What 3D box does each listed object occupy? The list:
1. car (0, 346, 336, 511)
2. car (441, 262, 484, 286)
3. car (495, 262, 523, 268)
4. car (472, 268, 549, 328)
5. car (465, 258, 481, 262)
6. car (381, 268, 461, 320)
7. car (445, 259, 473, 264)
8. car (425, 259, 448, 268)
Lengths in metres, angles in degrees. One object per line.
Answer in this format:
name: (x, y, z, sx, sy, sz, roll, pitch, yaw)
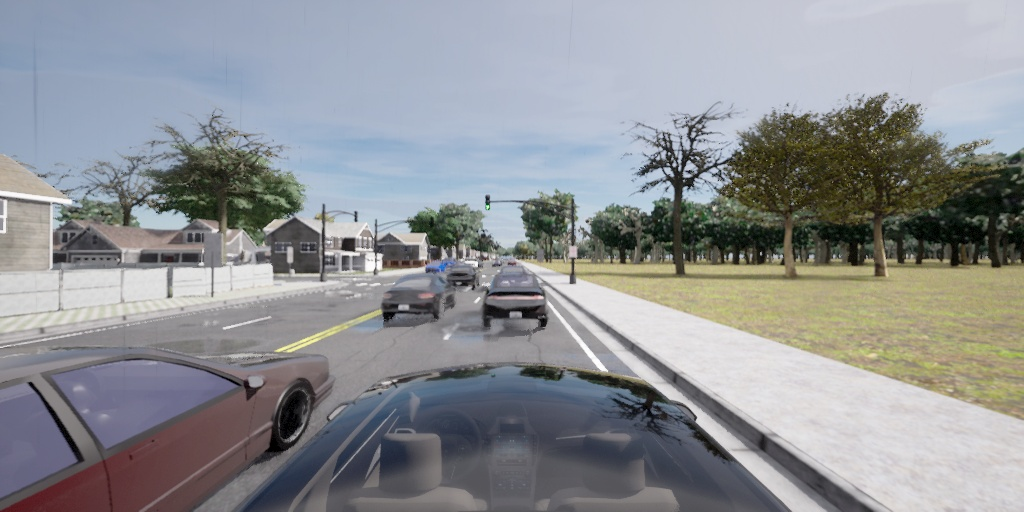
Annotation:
car: (-3.157, 1.300, 2.105, 2.033, 1.411, 5.357, 0, 0, 0)
car: (-3.164, 1.381, 23.709, 1.837, 1.490, 4.892, 0, 0, 0)
car: (0.059, 1.352, 23.557, 1.882, 1.535, 5.008, 0, 0, 0)
car: (0.095, 1.299, 11.605, 2.128, 1.511, 4.902, 0, 0, 0)
car: (-6.622, 1.270, 56.538, 2.150, 2.045, 5.566, 0, -1, 0)
car: (-3.152, 1.339, 12.781, 1.812, 1.442, 4.674, 0, 0, 0)
car: (-6.623, 1.483, 45.443, 2.128, 1.511, 4.902, 0, 0, 0)
car: (-9.860, 1.475, 46.526, 1.882, 1.535, 5.008, 0, 0, 1)
